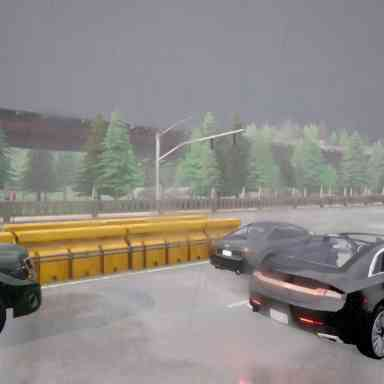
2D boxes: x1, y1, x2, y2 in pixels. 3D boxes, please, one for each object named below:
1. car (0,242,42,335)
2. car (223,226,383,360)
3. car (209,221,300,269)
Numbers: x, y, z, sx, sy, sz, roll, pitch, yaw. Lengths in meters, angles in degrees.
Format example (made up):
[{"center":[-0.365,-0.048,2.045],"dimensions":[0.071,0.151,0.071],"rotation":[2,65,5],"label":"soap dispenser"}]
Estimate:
[{"center":[-5.079,1.221,4.429],"dimensions":[5.566,2.045,2.150],"rotation":[0,0,-35],"label":"car"},{"center":[3.157,1.492,5.985],"dimensions":[4.902,1.511,2.128],"rotation":[0,0,-36],"label":"car"},{"center":[2.547,1.564,9.846],"dimensions":[4.181,1.385,1.994],"rotation":[0,0,-36],"label":"car"}]
